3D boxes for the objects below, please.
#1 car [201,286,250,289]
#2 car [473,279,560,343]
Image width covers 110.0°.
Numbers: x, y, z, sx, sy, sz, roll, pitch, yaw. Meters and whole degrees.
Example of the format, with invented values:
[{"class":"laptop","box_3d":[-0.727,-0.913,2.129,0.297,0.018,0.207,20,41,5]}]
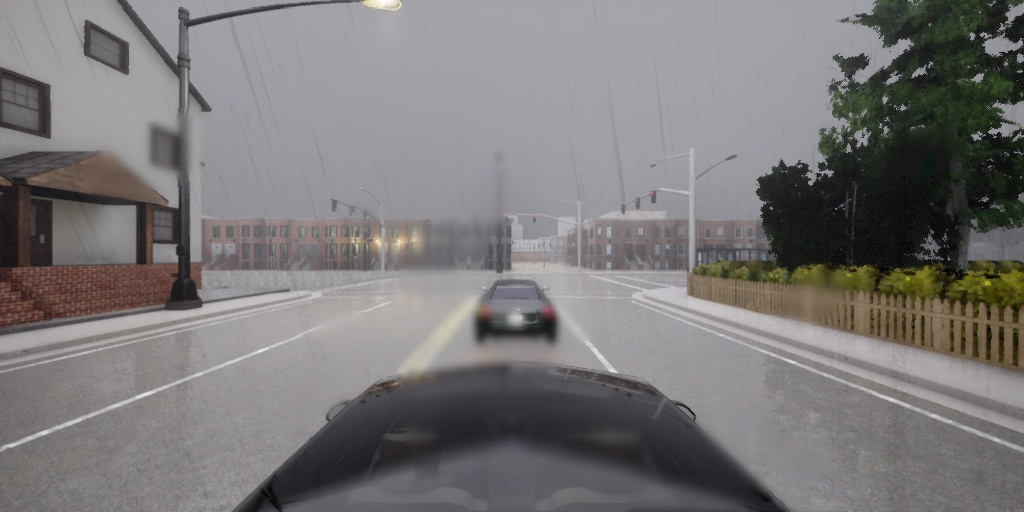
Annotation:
[{"class":"car","box_3d":[-22.435,3.288,26.909,5.566,2.045,2.150,-13,1,-1]},{"class":"car","box_3d":[0.099,1.309,9.657,1.994,1.385,4.181,0,0,0]}]
